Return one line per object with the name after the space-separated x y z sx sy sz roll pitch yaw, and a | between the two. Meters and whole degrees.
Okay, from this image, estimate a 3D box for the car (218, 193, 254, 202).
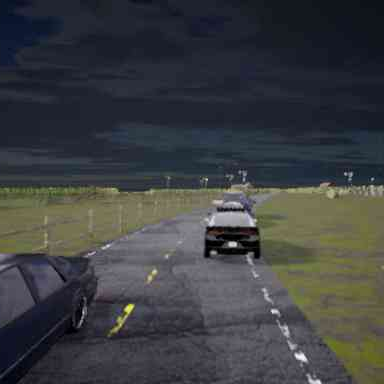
3.833 1.107 28.191 2.150 2.045 5.566 0 0 12 | car

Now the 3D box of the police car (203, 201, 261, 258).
1.476 1.378 12.698 1.930 1.638 5.238 0 0 5 | police car

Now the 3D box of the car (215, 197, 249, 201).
2.773 1.364 22.541 1.801 1.575 5.366 0 0 9 | car

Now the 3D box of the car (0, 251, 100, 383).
-2.710 1.527 3.986 2.033 1.411 5.357 0 0 2 | car
